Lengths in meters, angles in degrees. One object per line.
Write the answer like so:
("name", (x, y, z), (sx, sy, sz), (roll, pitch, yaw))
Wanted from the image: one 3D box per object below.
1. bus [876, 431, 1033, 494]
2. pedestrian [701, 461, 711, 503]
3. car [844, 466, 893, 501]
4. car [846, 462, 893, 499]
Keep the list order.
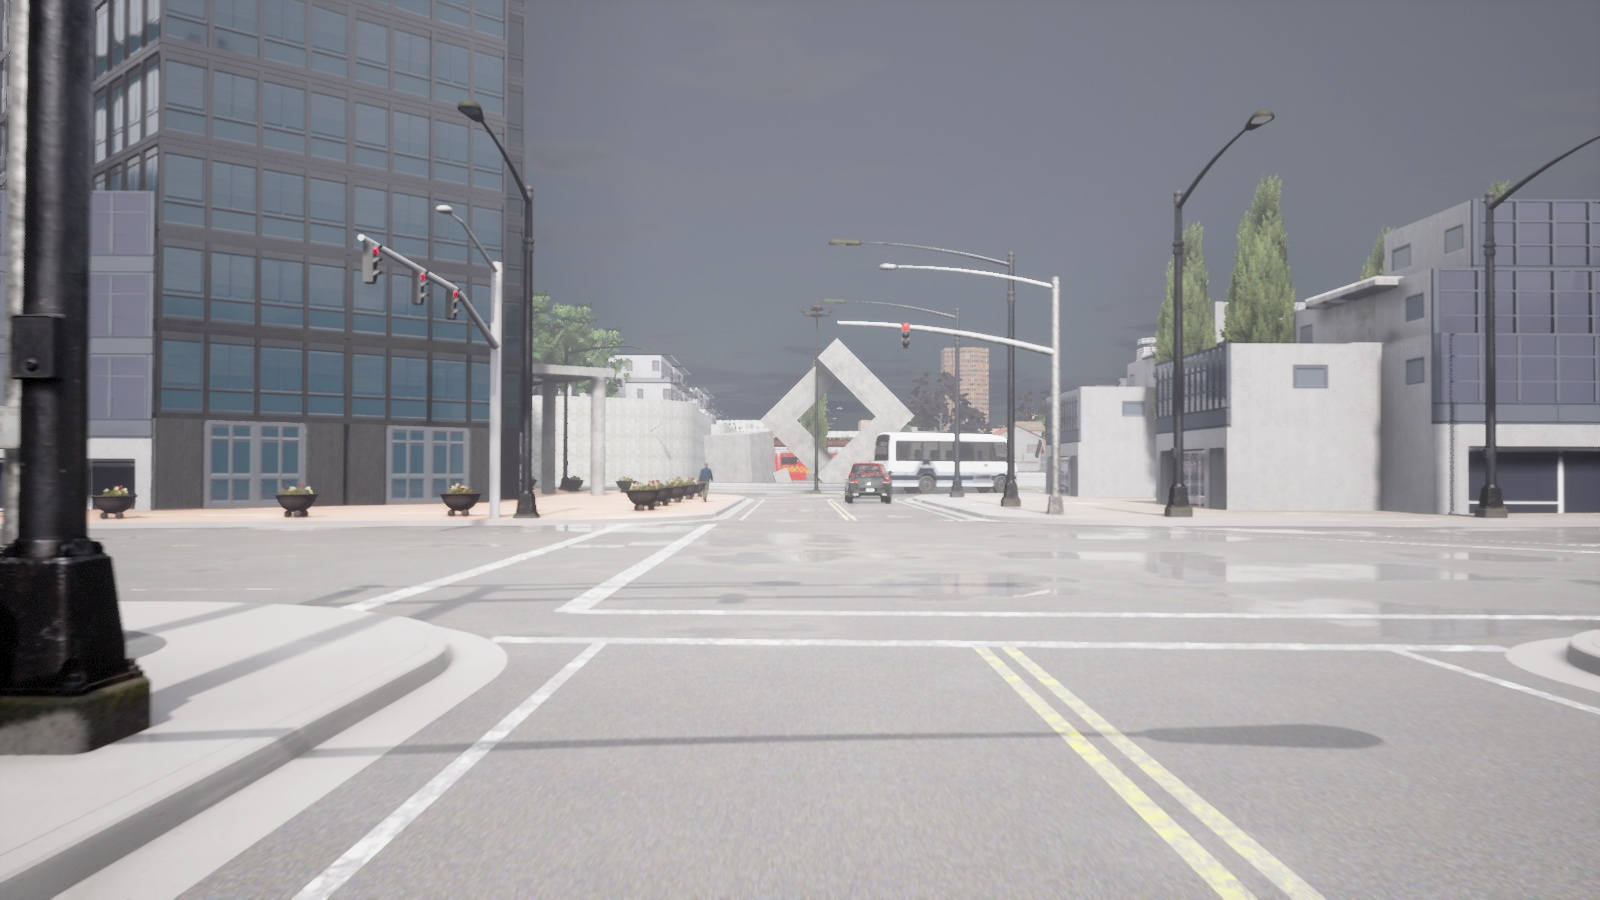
("bus", (10.861, 0.874, 88.515), (10.273, 4.253, 3.944), (0, -1, -18))
("pedestrian", (-4.190, 1.432, 56.000), (0.402, 1.842, 0.726), (0, -1, 0))
("car", (3.355, 1.623, 62.412), (2.152, 1.651, 5.027), (0, -1, 0))
("car", (4.066, 1.735, 72.870), (2.150, 2.045, 5.566), (0, -1, 9))
